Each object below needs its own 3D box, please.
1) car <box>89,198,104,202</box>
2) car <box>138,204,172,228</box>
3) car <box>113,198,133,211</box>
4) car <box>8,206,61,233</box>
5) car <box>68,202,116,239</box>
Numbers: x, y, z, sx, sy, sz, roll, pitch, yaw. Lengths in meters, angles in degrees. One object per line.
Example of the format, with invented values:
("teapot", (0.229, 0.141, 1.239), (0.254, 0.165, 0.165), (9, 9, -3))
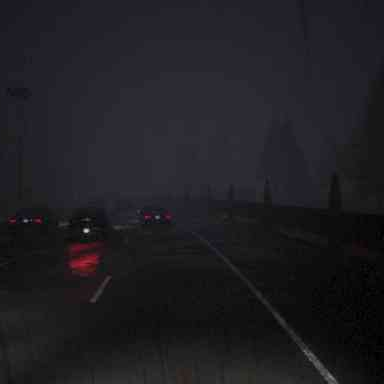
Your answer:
("car", (-10.568, 1.482, 36.703), (1.837, 1.490, 4.892), (0, 0, -20))
("car", (-2.523, 1.525, 22.009), (2.033, 1.411, 5.357), (0, 0, -12))
("car", (-8.670, 1.445, 41.295), (1.882, 1.535, 5.008), (0, 0, -22))
("car", (-9.135, 1.544, 19.682), (2.033, 1.411, 5.357), (0, 0, -12))
("car", (-5.210, 1.494, 17.500), (1.837, 1.490, 4.892), (0, 0, -10))
